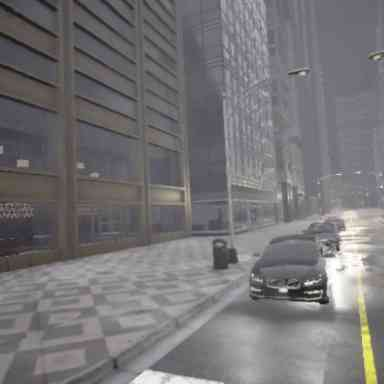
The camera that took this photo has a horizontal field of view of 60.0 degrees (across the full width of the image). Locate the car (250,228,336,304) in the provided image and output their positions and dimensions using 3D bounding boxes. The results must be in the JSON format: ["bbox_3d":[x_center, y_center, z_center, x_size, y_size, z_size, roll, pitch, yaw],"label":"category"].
[{"bbox_3d":[3.022,2.061,9.693,1.837,1.490,4.892,-5,-4,24],"label":"car"}]

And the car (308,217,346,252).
[{"bbox_3d":[7.499,2.474,19.042,2.128,1.511,4.902,-5,-4,25],"label":"car"}]

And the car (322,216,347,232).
[{"bbox_3d":[14.285,3.172,33.249,1.994,1.385,4.181,-5,-4,25],"label":"car"}]
